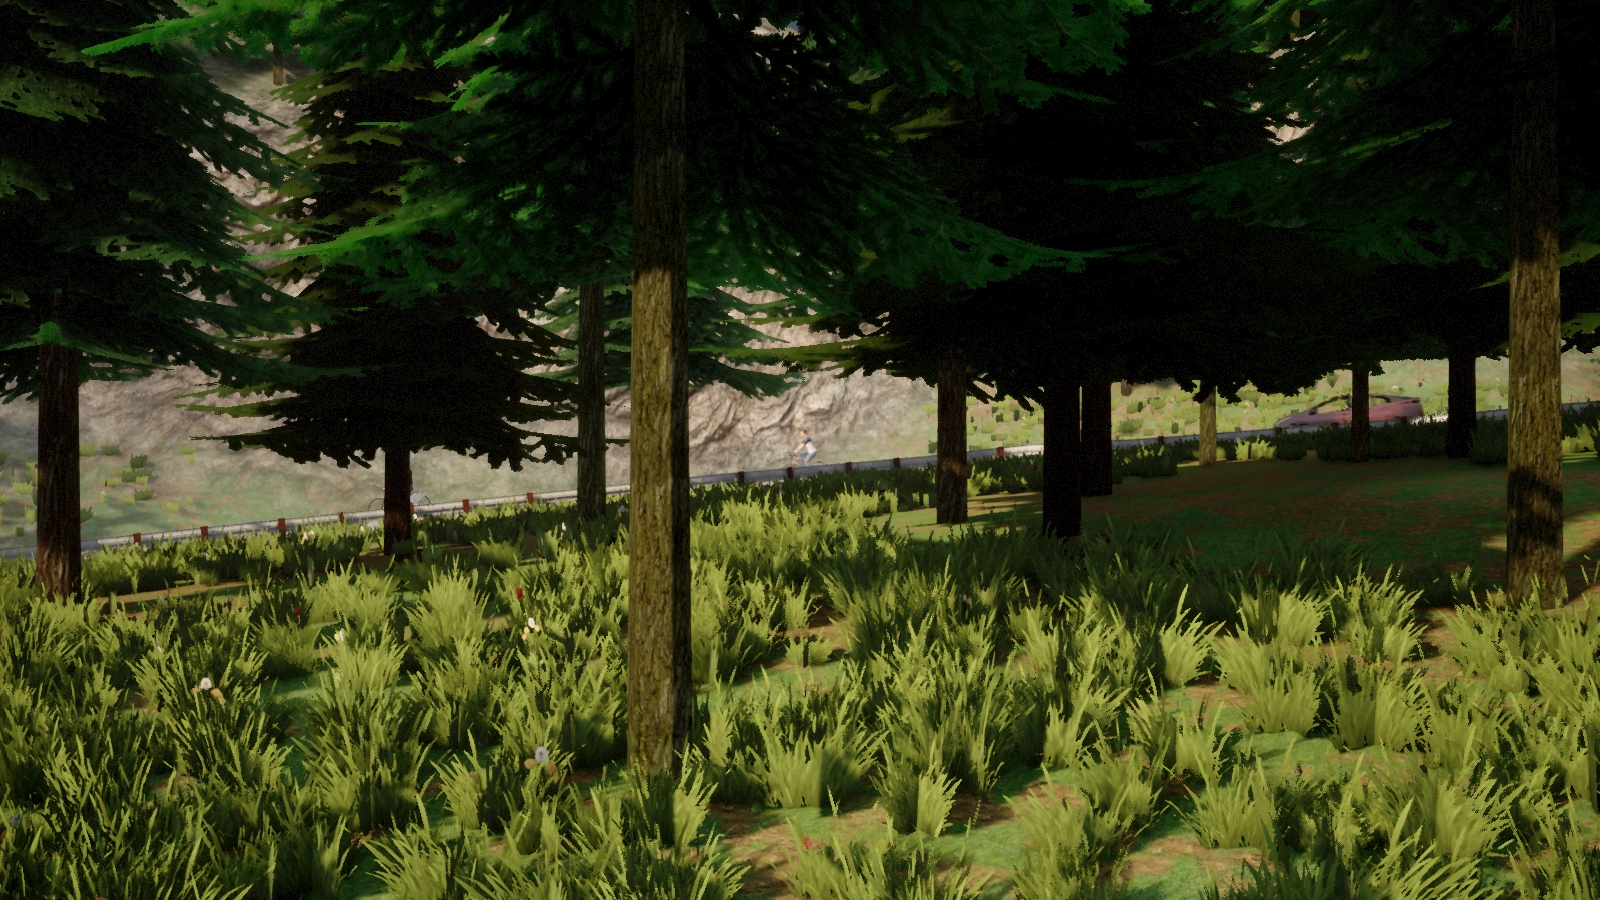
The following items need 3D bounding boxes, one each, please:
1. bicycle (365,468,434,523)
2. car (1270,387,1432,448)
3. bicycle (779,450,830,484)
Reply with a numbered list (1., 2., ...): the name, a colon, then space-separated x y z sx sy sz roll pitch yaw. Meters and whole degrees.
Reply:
1. bicycle: -12.075 1.355 34.490 1.835 1.471 0.329 -5 2 -29
2. car: 17.751 -1.019 37.024 4.514 1.525 2.007 -5 -2 23
3. bicycle: 0.151 0.587 39.292 1.643 1.024 0.373 -4 2 -9
